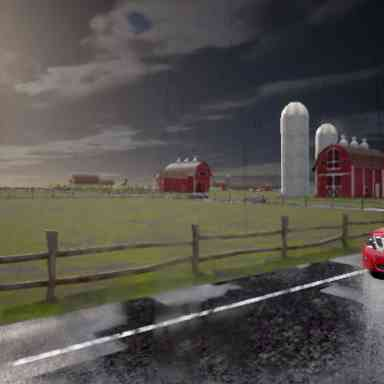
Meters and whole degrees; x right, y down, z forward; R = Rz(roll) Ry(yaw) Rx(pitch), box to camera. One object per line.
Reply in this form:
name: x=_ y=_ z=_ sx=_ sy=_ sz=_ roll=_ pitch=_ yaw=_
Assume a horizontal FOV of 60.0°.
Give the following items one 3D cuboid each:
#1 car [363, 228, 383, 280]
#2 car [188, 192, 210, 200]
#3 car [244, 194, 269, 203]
car: x=6.859 y=1.240 z=8.883 sx=5.566 sy=2.045 sz=2.150 roll=0 pitch=0 yaw=-35
car: x=1.305 y=0.778 z=66.887 sx=2.033 sy=1.411 sz=5.357 roll=-1 pitch=1 yaw=-36
car: x=10.462 y=1.056 z=54.115 sx=1.994 sy=1.385 sz=4.181 roll=-1 pitch=1 yaw=-36
